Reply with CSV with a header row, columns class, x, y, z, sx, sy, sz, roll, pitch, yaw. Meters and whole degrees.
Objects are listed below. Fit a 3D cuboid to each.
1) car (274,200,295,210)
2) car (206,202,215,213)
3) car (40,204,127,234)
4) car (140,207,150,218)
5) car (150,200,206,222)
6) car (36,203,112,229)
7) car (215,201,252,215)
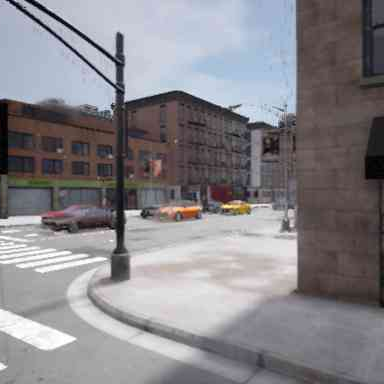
class,x,y,z,sx,sy,sz,roll,pitch,yaw
car,13.786,1.861,49.564,1.812,1.442,4.674,0,-1,35
car,2.715,1.834,39.687,1.994,1.385,4.181,0,0,35
car,-6.564,1.695,20.928,2.033,1.411,5.357,0,0,35
car,-3.009,1.781,31.595,1.994,1.385,4.181,0,0,35
car,-1.116,1.548,28.646,2.097,1.767,4.553,0,0,35
car,-8.367,1.646,24.012,1.882,1.535,5.008,0,0,35
car,4.924,1.730,37.173,1.882,1.535,5.008,0,0,35
